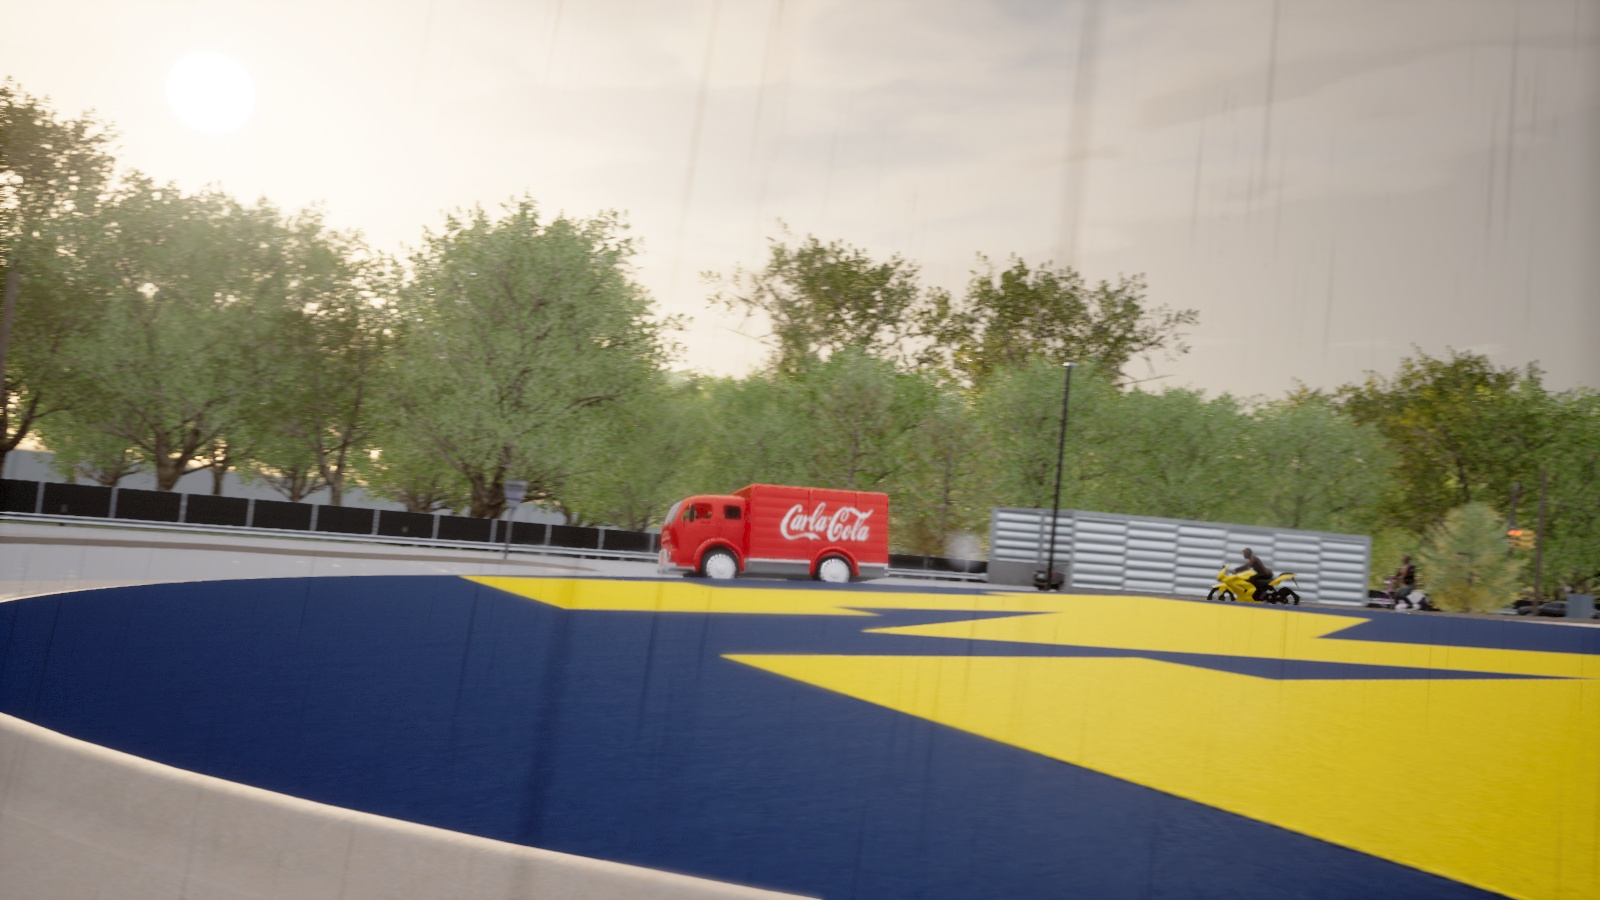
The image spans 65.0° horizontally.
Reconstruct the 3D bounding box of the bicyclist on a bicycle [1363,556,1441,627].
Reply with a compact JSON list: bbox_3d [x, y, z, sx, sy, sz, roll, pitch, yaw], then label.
[{"bbox_3d":[16.453,3.852,34.307,1.843,1.776,0.659,6,-5,-12],"label":"bicyclist on a bicycle"}]

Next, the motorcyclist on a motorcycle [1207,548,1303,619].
[{"bbox_3d":[10.547,3.101,29.117,2.044,1.523,0.797,0,-7,23],"label":"motorcyclist on a motorcycle"}]

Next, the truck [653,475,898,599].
[{"bbox_3d":[-0.607,2.147,29.754,5.204,2.467,2.627,5,-9,-16],"label":"truck"}]

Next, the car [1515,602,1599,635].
[{"bbox_3d":[48.479,10.725,79.867,4.892,1.490,1.837,3,-5,44],"label":"car"}]

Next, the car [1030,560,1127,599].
[{"bbox_3d":[15.179,7.065,68.445,4.611,1.667,2.242,6,-3,-22],"label":"car"}]
